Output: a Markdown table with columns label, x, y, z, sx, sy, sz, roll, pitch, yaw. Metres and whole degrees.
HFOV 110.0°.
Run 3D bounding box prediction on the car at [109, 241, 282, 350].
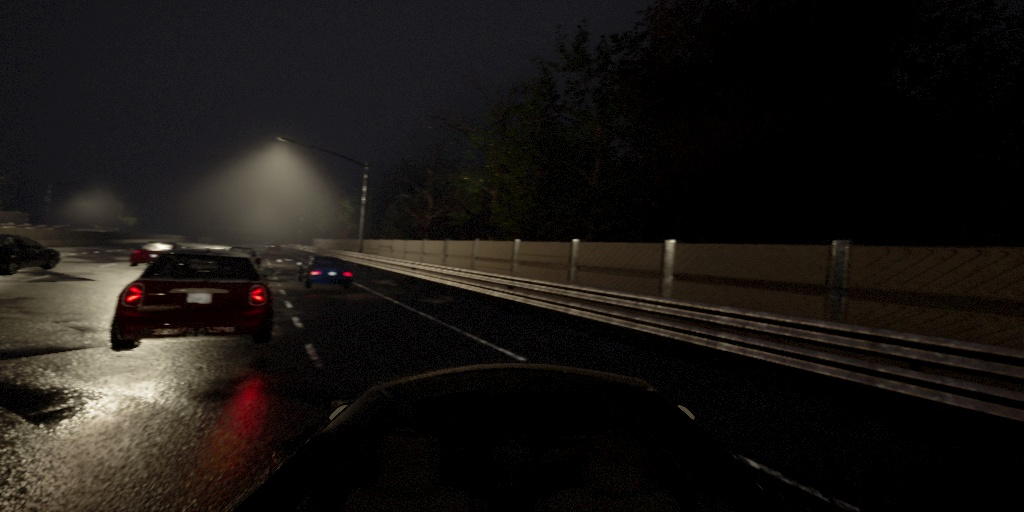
| label | x | y | z | sx | sy | sz | roll | pitch | yaw |
| --- | --- | --- | --- | --- | --- | --- | --- | --- | --- |
| car | -6.389 | 0.632 | 7.656 | 2.097 | 1.767 | 4.553 | 5 | -1 | -36 |

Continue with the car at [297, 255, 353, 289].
| label | x | y | z | sx | sy | sz | roll | pitch | yaw |
| --- | --- | --- | --- | --- | --- | --- | --- | --- | --- |
| car | -9.028 | 0.694 | 17.173 | 2.033 | 1.411 | 5.357 | 5 | -1 | -35 |

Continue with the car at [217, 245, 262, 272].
| label | x | y | z | sx | sy | sz | roll | pitch | yaw |
| --- | --- | --- | --- | --- | --- | --- | --- | --- | --- |
| car | -16.884 | 0.122 | 22.346 | 1.994 | 1.385 | 4.181 | 5 | -1 | -36 |

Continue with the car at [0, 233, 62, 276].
| label | x | y | z | sx | sy | sz | roll | pitch | yaw |
| --- | --- | --- | --- | --- | --- | --- | --- | --- | --- |
| car | -18.854 | -0.131 | 13.081 | 2.033 | 1.411 | 5.357 | 5 | -1 | -36 |
